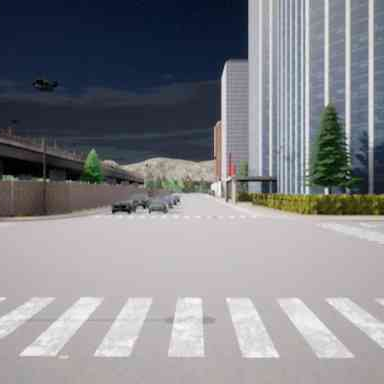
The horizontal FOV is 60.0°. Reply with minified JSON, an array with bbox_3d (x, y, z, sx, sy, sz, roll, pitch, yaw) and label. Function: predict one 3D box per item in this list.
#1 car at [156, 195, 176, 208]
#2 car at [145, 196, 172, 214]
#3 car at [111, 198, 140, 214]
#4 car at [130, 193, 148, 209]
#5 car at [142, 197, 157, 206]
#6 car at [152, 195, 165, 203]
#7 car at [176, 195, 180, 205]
[{"bbox_3d":[-3.522,1.474,44.917,1.837,1.490,4.892,0,0,0],"label":"car"},{"bbox_3d":[-3.537,1.480,35.688,1.837,1.490,4.892,0,0,0],"label":"car"},{"bbox_3d":[-7.072,1.577,35.000,1.895,1.301,4.718,0,0,1],"label":"car"},{"bbox_3d":[-7.028,1.191,44.754,2.150,2.045,5.566,0,0,1],"label":"car"},{"bbox_3d":[-6.977,1.526,54.953,1.994,1.385,4.181,0,0,1],"label":"car"},{"bbox_3d":[-6.893,1.445,68.979,2.128,1.511,4.902,0,0,0],"label":"car"},{"bbox_3d":[-3.486,1.440,54.646,1.882,1.535,5.008,0,0,0],"label":"car"}]
